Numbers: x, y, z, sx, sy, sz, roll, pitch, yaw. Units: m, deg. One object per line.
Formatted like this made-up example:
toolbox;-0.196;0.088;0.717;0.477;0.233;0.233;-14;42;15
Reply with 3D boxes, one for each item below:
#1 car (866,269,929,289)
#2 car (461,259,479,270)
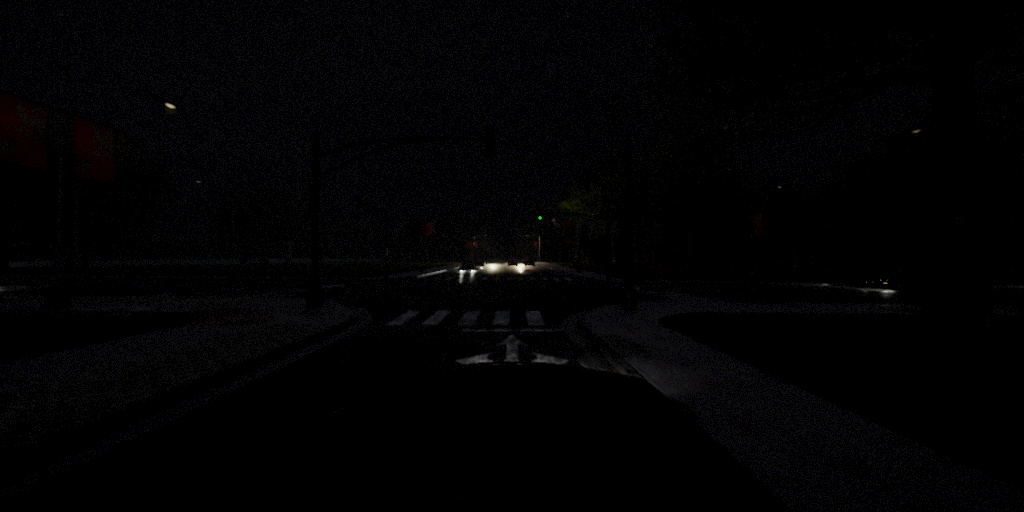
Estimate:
car;29.168;1.685;26.561;4.892;1.490;1.837;1;-1;0
car;-6.336;1.284;52.453;1.837;1.490;4.892;0;0;0
